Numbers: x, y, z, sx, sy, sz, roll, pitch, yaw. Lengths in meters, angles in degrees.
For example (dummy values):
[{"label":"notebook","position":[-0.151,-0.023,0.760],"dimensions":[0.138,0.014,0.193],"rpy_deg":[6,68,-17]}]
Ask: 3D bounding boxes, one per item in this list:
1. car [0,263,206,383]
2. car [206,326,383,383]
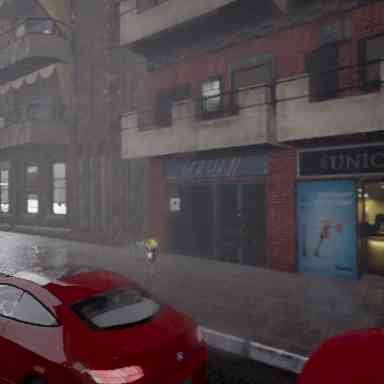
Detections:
[{"label":"car","position":[-1.768,1.577,4.151],"dimensions":[4.206,1.307,1.802],"rpy_deg":[0,-1,36]},{"label":"car","position":[2.746,1.318,0.939],"dimensions":[5.009,1.841,2.192],"rpy_deg":[0,-1,35]}]
